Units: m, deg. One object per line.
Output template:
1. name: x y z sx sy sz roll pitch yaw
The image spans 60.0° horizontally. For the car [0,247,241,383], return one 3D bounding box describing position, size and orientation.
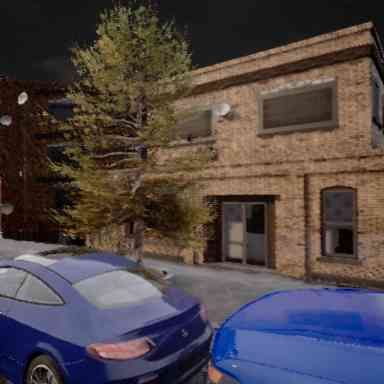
1. car: -1.914 1.522 4.615 4.674 1.452 2.002 0 0 35
